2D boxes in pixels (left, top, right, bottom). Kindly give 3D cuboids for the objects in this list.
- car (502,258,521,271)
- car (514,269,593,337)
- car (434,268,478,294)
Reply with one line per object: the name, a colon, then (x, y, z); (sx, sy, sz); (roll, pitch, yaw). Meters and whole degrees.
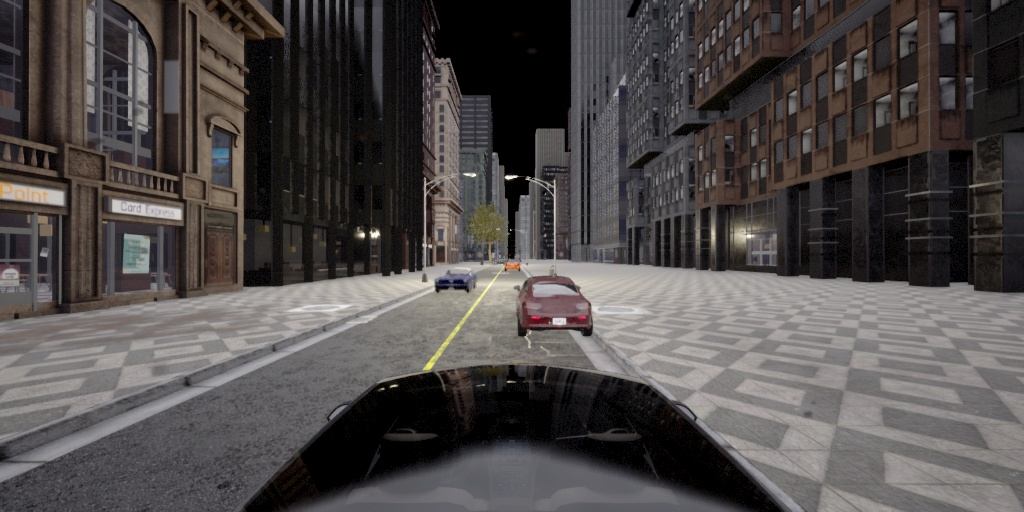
car: (0.084, 1.133, 48.405); (2.097, 1.767, 4.553); (0, 0, 1)
car: (1.047, 1.278, 10.219); (1.812, 1.442, 4.674); (0, 0, 0)
car: (-3.105, 1.356, 20.487); (1.895, 1.301, 4.718); (0, 0, 0)
